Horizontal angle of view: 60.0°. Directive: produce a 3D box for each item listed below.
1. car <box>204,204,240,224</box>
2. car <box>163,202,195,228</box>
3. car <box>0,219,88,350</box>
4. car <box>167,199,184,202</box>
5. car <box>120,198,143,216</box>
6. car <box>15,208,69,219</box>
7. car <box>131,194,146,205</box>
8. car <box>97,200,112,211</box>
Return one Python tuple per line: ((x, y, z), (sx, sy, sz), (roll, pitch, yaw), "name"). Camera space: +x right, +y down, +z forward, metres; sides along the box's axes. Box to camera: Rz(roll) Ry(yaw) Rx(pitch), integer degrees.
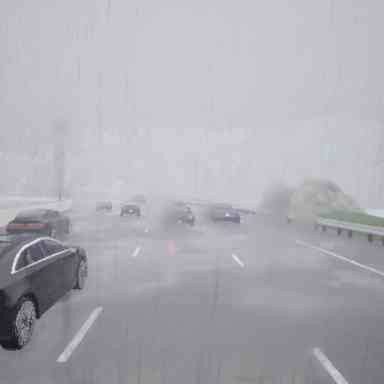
((2.139, 1.546, 24.696), (1.994, 1.385, 4.181), (-1, 0, -8), "car")
((-0.977, 1.617, 22.598), (1.895, 1.301, 4.718), (-1, 0, -7), "car")
((-3.397, 1.532, 6.235), (2.128, 1.511, 4.902), (0, 0, -2), "car")
((-2.526, 1.642, 50.845), (1.895, 1.301, 4.718), (-1, 0, -16), "car")
((-6.217, 1.604, 33.534), (1.812, 1.442, 4.674), (0, 0, -11), "car")
((-7.511, 1.594, 16.803), (1.837, 1.490, 4.892), (1, 0, -6), "car")
((-10.241, 1.353, 62.872), (2.150, 2.045, 5.566), (0, 0, -20), "car")
((-11.441, 1.741, 43.398), (1.895, 1.301, 4.718), (-1, 0, -15), "car")
